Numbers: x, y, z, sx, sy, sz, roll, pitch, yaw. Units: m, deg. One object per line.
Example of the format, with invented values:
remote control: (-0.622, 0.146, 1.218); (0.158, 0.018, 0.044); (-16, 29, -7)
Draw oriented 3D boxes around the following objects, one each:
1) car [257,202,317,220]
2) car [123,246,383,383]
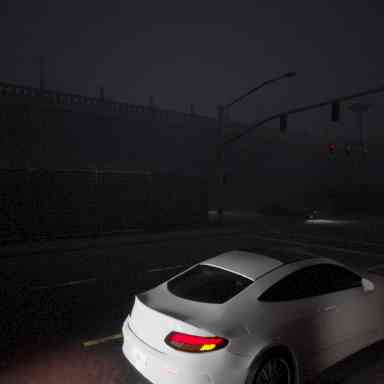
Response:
car: (8.116, 1.603, 29.000); (2.033, 1.411, 5.357); (0, 0, -36)
car: (1.343, 1.526, 4.745); (4.674, 1.442, 1.812); (0, 0, -35)
